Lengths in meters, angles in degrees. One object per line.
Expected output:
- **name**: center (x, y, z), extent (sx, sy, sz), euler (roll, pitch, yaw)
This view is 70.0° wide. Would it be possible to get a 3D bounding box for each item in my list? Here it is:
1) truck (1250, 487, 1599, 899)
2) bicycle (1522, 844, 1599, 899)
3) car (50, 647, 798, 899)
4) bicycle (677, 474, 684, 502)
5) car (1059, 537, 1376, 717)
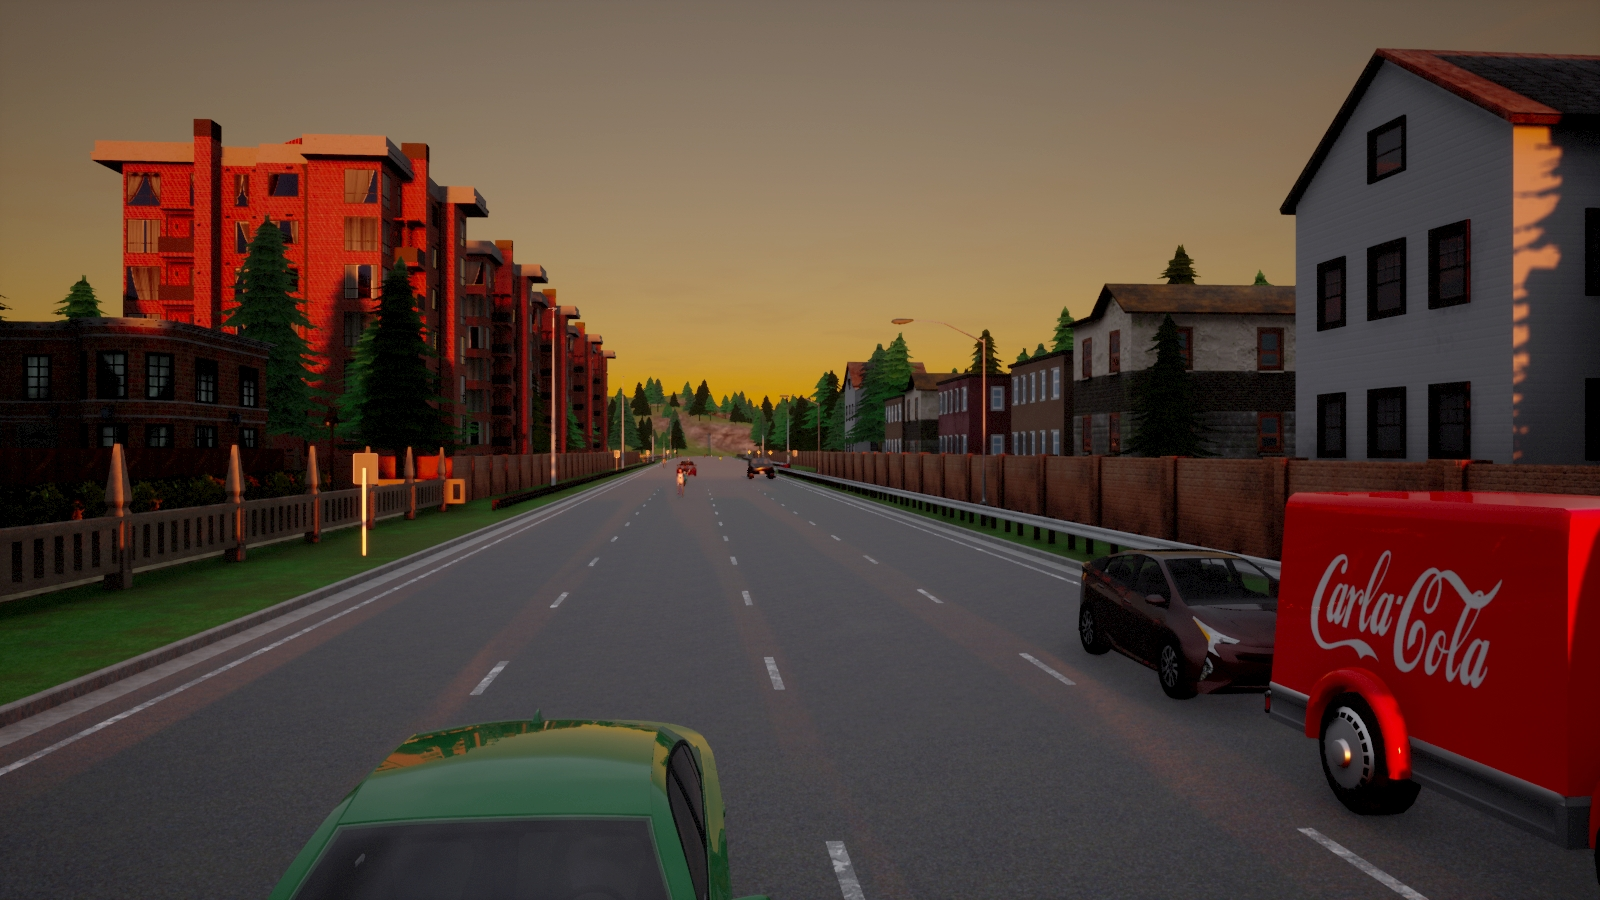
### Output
- **truck**: center (5.566, 1.568, 7.740), extent (2.627, 2.467, 5.204), euler (0, 0, -5)
- **bicycle**: center (2.623, 2.056, 2.959), extent (0.373, 1.496, 1.643), euler (0, 0, -4)
- **car**: center (-1.202, 2.034, 4.748), extent (2.097, 1.535, 5.006), euler (0, 0, -5)
- **bicycle**: center (-6.529, 2.056, 62.327), extent (0.373, 1.496, 1.643), euler (0, 0, -5)
- **car**: center (4.945, 2.040, 14.354), extent (2.007, 1.525, 4.514), euler (0, 0, -5)
